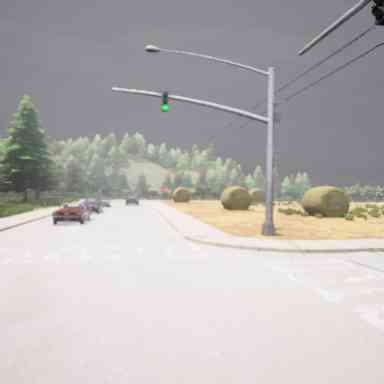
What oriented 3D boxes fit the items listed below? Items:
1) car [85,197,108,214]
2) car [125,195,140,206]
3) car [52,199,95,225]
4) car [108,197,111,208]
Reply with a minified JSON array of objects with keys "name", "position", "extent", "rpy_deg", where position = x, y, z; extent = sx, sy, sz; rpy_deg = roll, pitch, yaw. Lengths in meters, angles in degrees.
[{"name":"car","position":[-9.556,1.249,31.802],"extent":[2.033,1.411,5.357],"rpy_deg":[1,0,-9]},{"name":"car","position":[-8.527,1.168,47.585],"extent":[1.812,1.442,4.674],"rpy_deg":[1,0,-10]},{"name":"car","position":[-7.923,1.373,22.259],"extent":[1.895,1.301,4.718],"rpy_deg":[1,0,-10]},{"name":"car","position":[-11.242,1.228,41.641],"extent":[1.895,1.301,4.718],"rpy_deg":[1,0,-10]}]
